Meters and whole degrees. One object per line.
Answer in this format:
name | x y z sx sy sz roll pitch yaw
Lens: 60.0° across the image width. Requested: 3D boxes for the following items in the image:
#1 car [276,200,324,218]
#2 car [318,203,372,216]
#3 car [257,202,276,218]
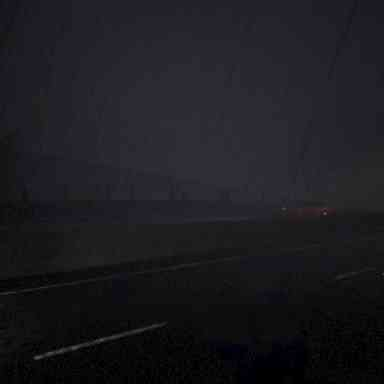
car | 9.607 1.505 27.958 4.553 1.767 2.097 2 -1 -35
car | 12.073 1.770 25.410 4.718 1.301 1.895 2 -1 -35
car | 8.178 1.672 31.229 4.902 1.511 2.128 2 -1 -35
